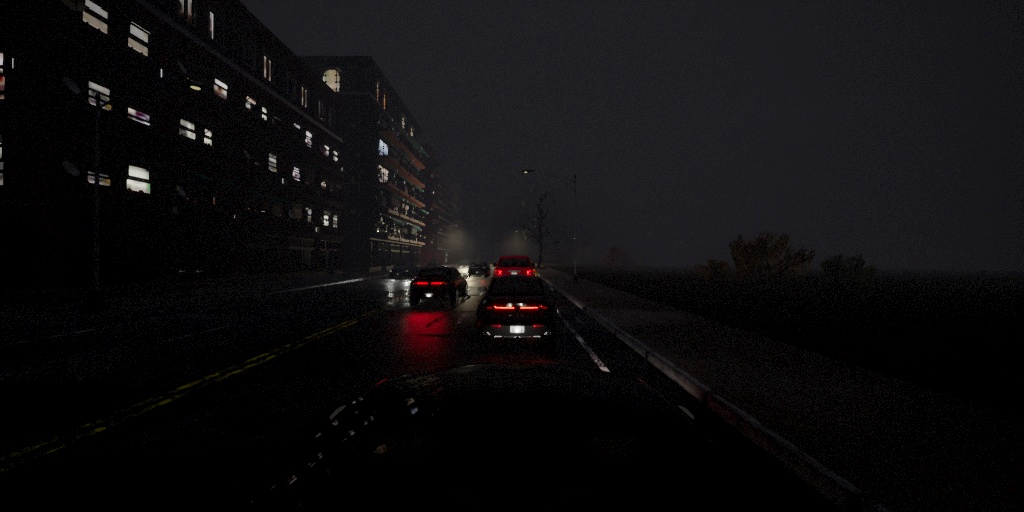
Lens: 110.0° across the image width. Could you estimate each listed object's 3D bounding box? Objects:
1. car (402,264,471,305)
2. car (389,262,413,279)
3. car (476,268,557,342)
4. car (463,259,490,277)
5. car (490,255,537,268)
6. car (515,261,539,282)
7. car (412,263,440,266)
[{"bbox_3d":[-3.139,1.254,15.973,1.837,1.490,4.892,0,-1,0],"label":"car"},{"bbox_3d":[-9.826,1.279,33.099,1.812,1.442,4.674,0,0,0],"label":"car"},{"bbox_3d":[0.108,1.256,9.771,1.837,1.490,4.892,0,0,0],"label":"car"},{"bbox_3d":[-3.124,1.245,34.713,2.128,1.511,4.902,0,0,0],"label":"car"},{"bbox_3d":[0.114,0.974,20.118,2.150,2.045,5.566,0,0,0],"label":"car"},{"bbox_3d":[1.161,1.209,30.525,1.801,1.575,5.366,0,0,0],"label":"car"},{"bbox_3d":[-6.578,1.317,30.020,1.994,1.385,4.181,0,0,0],"label":"car"}]
